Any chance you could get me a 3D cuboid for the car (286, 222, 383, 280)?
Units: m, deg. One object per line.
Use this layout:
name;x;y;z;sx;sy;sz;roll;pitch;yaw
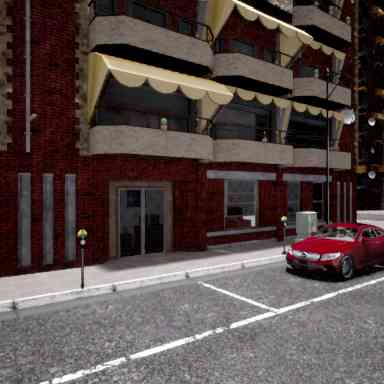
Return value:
car;4.616;1.582;9.901;4.206;1.307;1.802;0;0;-35
